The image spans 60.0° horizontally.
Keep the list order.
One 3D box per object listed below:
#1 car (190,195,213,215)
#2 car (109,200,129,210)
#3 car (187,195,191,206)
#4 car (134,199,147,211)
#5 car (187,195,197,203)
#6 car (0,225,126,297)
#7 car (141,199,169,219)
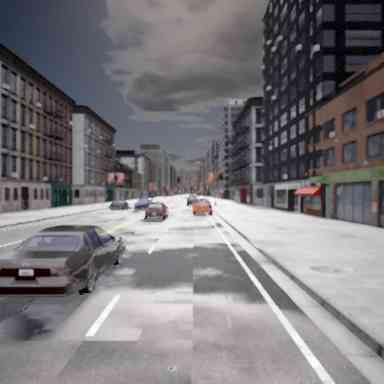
[{"bbox_3d":[1.138,1.509,36.833,2.097,1.767,4.553,0,0,0],"label":"car"},{"bbox_3d":[-9.832,1.736,45.384,2.033,1.411,5.357,0,0,0],"label":"car"},{"bbox_3d":[0.025,1.741,59.297,1.837,1.490,4.892,0,0,1],"label":"car"},{"bbox_3d":[-6.581,1.665,45.091,1.882,1.535,5.008,0,0,0],"label":"car"},{"bbox_3d":[0.002,1.455,73.179,2.097,1.767,4.553,0,0,0],"label":"car"},{"bbox_3d":[-3.148,1.588,8.821,2.033,1.411,5.357,0,0,0],"label":"car"},{"bbox_3d":[-3.149,1.659,30.114,1.812,1.442,4.674,0,0,0],"label":"car"}]
